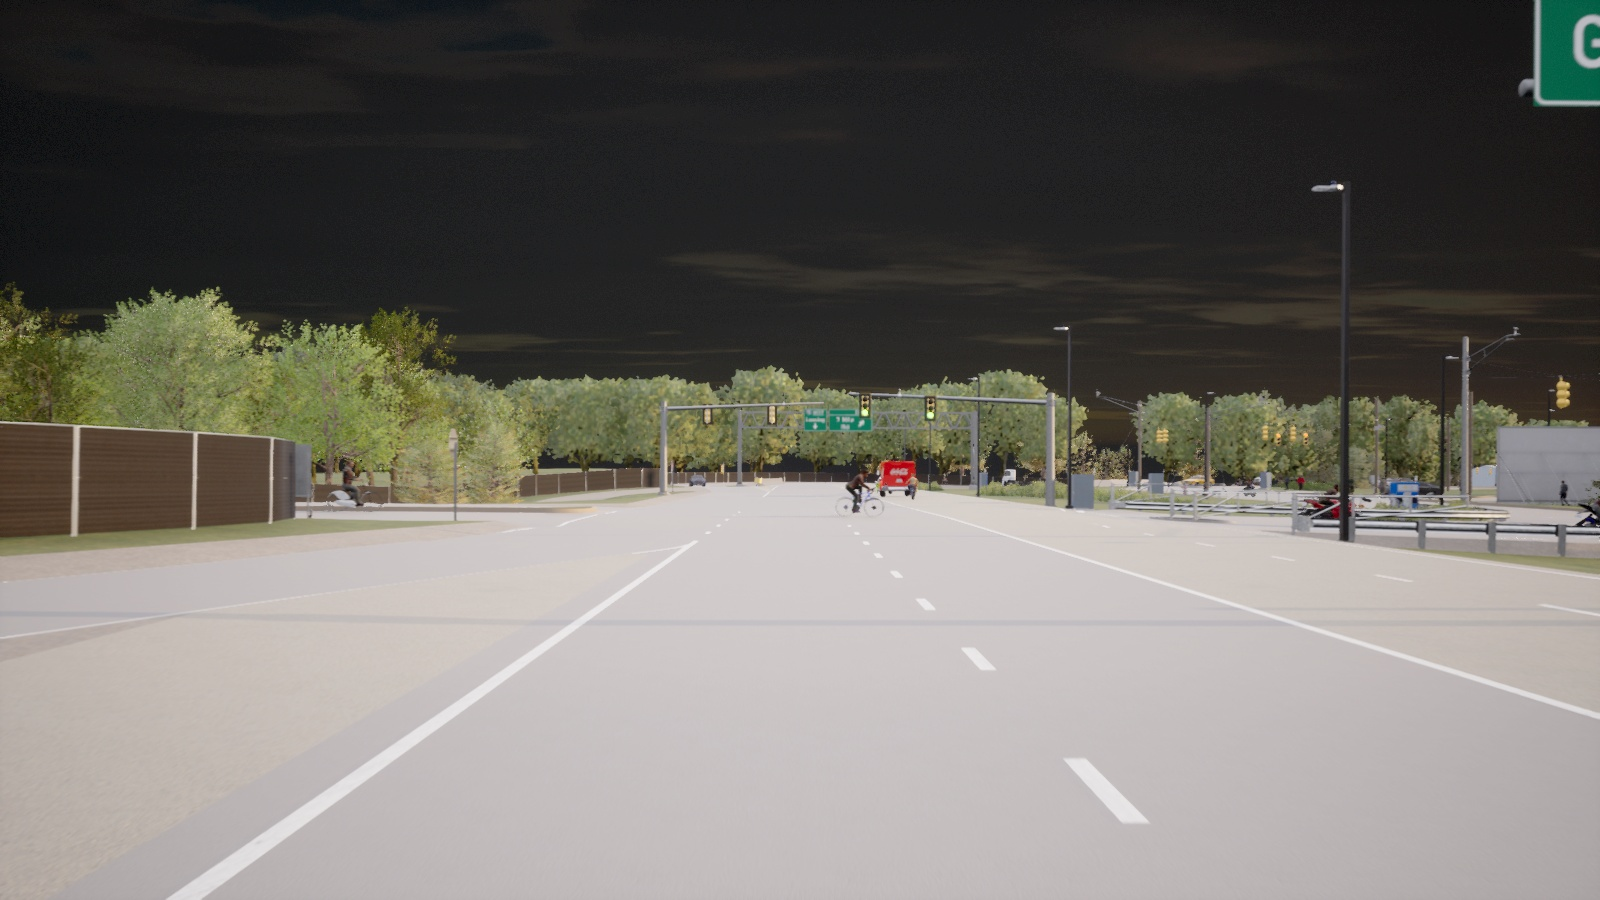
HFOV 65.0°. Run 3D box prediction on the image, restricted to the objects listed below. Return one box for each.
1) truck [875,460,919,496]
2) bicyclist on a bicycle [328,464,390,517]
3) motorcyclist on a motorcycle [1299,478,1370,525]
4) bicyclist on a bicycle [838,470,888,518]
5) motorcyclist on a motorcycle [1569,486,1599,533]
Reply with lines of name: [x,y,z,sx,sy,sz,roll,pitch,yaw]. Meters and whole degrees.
truck: [6.780,1.983,88.352,2.627,2.467,5.204,0,-1,0]
bicyclist on a bicycle: [-14.934,1.368,42.533,1.843,1.776,0.659,0,-1,-1]
motorcyclist on a motorcycle: [18.160,1.756,42.706,2.044,1.523,0.797,2,-1,0]
bicyclist on a bicycle: [2.130,1.474,42.653,1.656,1.620,0.582,0,-1,0]
motorcyclist on a motorcycle: [27.596,2.012,42.825,2.191,1.530,0.866,-1,-1,-2]
